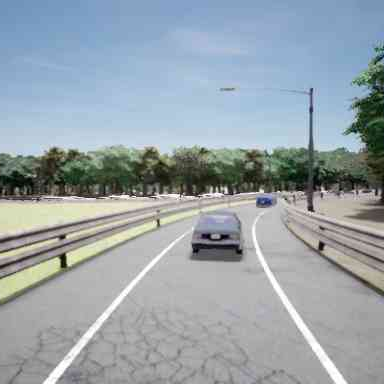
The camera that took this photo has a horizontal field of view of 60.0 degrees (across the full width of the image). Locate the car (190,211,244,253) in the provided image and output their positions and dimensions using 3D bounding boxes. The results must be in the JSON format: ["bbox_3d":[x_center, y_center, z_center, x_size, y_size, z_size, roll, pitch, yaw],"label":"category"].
[{"bbox_3d":[1.081,1.461,13.323,2.033,1.411,5.357,0,1,7],"label":"car"}]

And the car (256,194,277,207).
[{"bbox_3d":[9.675,1.034,42.830,1.882,1.535,5.008,0,1,25],"label":"car"}]
